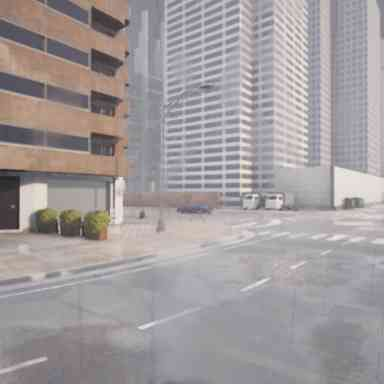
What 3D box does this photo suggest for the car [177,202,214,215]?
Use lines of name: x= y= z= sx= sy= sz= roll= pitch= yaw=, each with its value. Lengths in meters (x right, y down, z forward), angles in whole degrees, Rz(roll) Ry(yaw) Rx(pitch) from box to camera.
car: x=0.368 y=1.893 z=38.782 sx=4.674 sy=1.442 sz=1.812 roll=0 pitch=-1 yaw=38
